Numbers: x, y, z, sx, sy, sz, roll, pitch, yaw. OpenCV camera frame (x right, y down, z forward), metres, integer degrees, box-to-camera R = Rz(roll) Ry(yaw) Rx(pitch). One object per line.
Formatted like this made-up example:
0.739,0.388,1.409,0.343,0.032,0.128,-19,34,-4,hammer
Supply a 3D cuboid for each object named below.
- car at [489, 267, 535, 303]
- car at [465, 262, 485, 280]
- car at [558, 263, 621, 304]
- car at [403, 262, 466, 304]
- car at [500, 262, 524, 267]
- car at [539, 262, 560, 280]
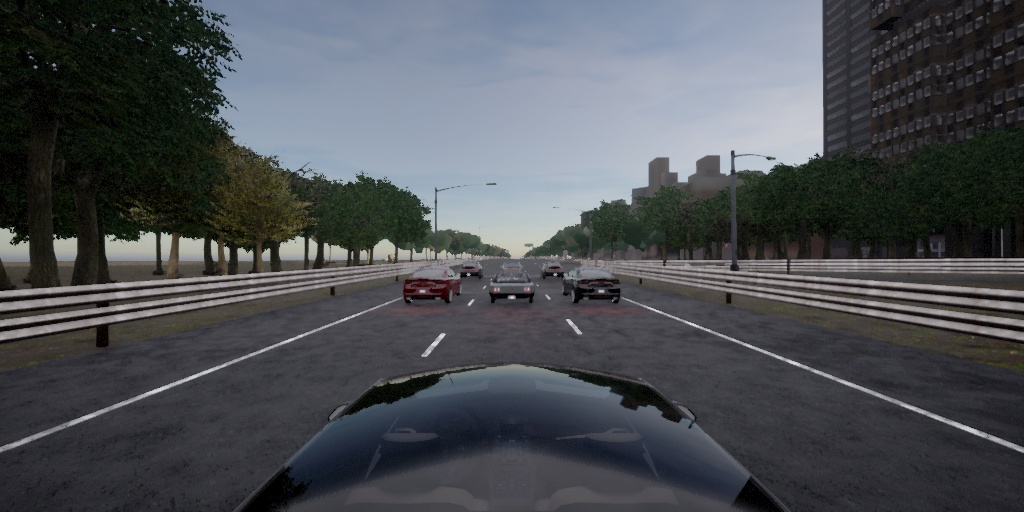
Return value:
0.000,1.366,16.530,1.895,1.301,4.718,0,0,0,car
-3.500,1.262,31.500,1.837,1.490,4.892,0,0,0,car
3.500,1.235,16.500,1.882,1.535,5.008,0,0,0,car
-3.500,1.235,16.500,1.882,1.535,5.008,0,0,0,car
0.000,1.241,31.500,2.128,1.511,4.902,0,0,0,car
3.500,1.262,31.500,1.837,1.490,4.892,0,0,0,car
